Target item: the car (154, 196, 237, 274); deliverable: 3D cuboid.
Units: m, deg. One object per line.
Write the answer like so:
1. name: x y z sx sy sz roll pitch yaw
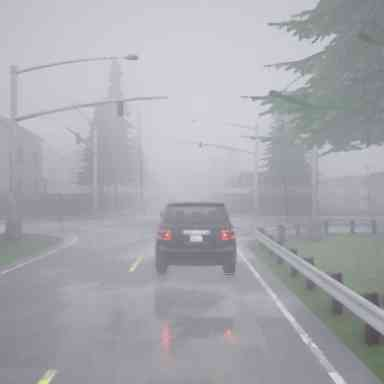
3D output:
1. car: 0.105 1.220 10.694 2.150 2.045 5.566 0 0 0

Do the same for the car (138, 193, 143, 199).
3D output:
1. car: -16.713 1.073 94.066 3.866 1.878 1.905 0 0 0
